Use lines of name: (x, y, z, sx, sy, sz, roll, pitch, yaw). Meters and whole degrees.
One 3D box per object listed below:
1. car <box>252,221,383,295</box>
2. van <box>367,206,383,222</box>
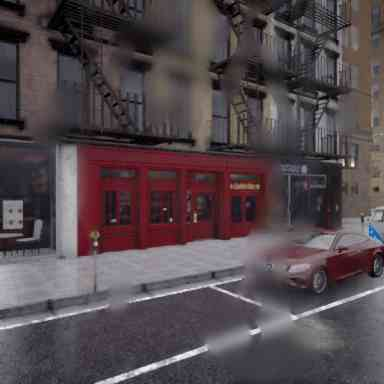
car: (3.424, 1.581, 8.618, 4.206, 1.307, 1.802, 0, 0, -35)
van: (7.832, 1.340, 11.747, 3.998, 1.788, 1.690, 0, 0, -35)
